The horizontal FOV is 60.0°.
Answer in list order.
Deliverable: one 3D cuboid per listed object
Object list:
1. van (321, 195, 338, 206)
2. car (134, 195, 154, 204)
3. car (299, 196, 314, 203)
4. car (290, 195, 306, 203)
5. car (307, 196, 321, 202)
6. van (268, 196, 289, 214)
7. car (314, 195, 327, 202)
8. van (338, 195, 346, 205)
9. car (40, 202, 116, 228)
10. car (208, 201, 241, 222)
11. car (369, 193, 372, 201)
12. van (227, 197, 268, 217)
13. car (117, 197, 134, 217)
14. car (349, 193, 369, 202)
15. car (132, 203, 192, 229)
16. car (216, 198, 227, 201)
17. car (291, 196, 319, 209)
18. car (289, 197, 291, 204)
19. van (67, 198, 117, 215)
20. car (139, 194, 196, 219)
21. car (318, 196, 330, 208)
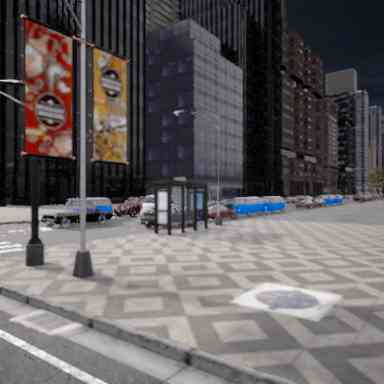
[{"bbox_3d":[21.925,1.372,53.856,1.690,1.788,3.998,0,0,36],"label":"van"},{"bbox_3d":[-1.559,1.251,26.166,2.150,2.045,5.566,0,0,37],"label":"car"},{"bbox_3d":[24.944,1.555,72.506,1.752,1.417,4.829,0,0,36],"label":"car"},{"bbox_3d":[21.706,1.469,68.051,1.967,1.590,4.097,0,0,36],"label":"car"},{"bbox_3d":[28.383,1.597,77.235,1.947,1.339,4.313,0,0,36],"label":"car"},{"bbox_3d":[8.571,1.368,35.487,1.690,1.788,3.998,0,0,36],"label":"van"},{"bbox_3d":[31.621,1.558,81.689,1.752,1.417,4.829,0,0,36],"label":"car"},{"bbox_3d":[25.264,1.373,58.448,1.690,1.788,3.998,0,0,36],"label":"van"},{"bbox_3d":[-7.848,1.631,22.875,1.895,1.301,4.718,0,0,36],"label":"car"},{"bbox_3d":[1.894,1.612,26.303,1.802,1.307,4.206,0,0,36],"label":"car"},{"bbox_3d":[42.057,1.566,81.547,1.752,1.417,4.829,0,0,36],"label":"car"},{"bbox_3d":[5.233,1.369,30.895,1.690,1.788,3.998,0,0,36],"label":"van"},{"bbox_3d":[-5.002,1.339,31.314,2.192,1.841,5.009,0,0,36],"label":"car"},{"bbox_3d":[38.618,1.354,76.816,2.192,1.841,5.009,0,0,36],"label":"car"},{"bbox_3d":[-1.445,1.583,21.711,2.008,1.369,4.403,0,0,36],"label":"car"},{"bbox_3d":[3.663,1.528,38.687,1.837,1.490,4.892,0,0,36],"label":"car"},{"bbox_3d":[15.248,1.610,44.671,1.802,1.307,4.206,0,0,36],"label":"car"},{"bbox_3d":[18.367,1.578,63.459,2.008,1.369,4.403,0,0,36],"label":"car"},{"bbox_3d":[-8.341,1.368,26.722,1.690,1.788,3.998,0,0,36],"label":"van"},{"bbox_3d":[-2.106,1.247,30.765,2.150,2.045,5.566,0,0,36],"label":"car"},{"bbox_3d":[18.586,1.611,49.264,1.802,1.307,4.206,0,0,36],"label":"car"}]
